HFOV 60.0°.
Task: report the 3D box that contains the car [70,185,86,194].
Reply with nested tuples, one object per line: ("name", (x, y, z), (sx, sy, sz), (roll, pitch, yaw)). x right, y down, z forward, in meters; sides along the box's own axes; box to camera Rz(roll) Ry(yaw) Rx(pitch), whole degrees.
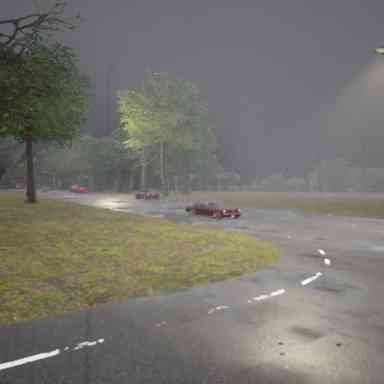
("car", (-25.737, -0.631, 75.005), (2.150, 2.045, 5.566), (-1, 2, -35))

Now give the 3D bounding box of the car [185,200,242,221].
("car", (1.526, 1.308, 24.609), (1.895, 1.301, 4.718), (-1, 2, -35))

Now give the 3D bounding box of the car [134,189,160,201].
("car", (-6.542, 0.325, 48.021), (2.097, 1.767, 4.553), (-1, 2, -35))

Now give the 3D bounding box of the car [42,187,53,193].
("car", (-36.804, -0.593, 84.486), (2.033, 1.411, 5.357), (-1, 2, -33))
